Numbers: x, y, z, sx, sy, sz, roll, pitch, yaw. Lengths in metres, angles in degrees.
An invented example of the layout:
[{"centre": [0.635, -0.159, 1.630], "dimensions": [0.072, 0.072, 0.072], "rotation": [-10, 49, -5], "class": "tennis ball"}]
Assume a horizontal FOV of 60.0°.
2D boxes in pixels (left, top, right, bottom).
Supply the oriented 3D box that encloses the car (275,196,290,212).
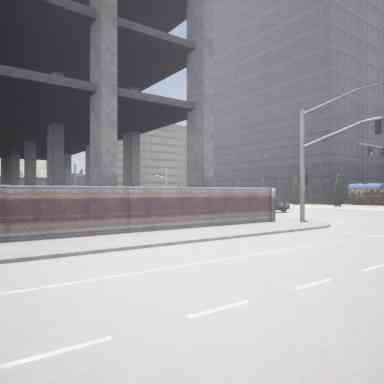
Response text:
[{"centre": [8.267, 1.208, 37.338], "dimensions": [2.150, 2.045, 5.566], "rotation": [0, 1, -36], "class": "car"}]
